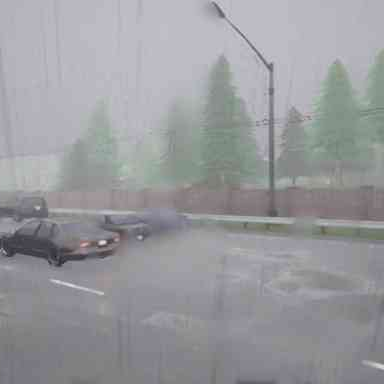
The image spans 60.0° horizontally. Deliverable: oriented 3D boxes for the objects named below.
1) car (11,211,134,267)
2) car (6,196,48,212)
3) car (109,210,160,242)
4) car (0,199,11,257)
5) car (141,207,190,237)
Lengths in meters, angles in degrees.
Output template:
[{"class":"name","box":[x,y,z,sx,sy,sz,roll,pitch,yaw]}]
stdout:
[{"class":"car","box":[-4.755,1.597,11.583,5.357,1.411,2.033,0,0,36]},{"class":"car","box":[-13.755,1.349,26.612,5.566,2.045,2.150,0,0,36]},{"class":"car","box":[-3.997,1.658,15.360,4.718,1.301,1.895,0,0,36]},{"class":"car","box":[-7.624,1.278,9.342,5.566,2.045,2.150,0,0,36]},{"class":"car","box":[-2.262,1.585,18.427,4.674,1.442,1.812,-1,-1,36]}]
